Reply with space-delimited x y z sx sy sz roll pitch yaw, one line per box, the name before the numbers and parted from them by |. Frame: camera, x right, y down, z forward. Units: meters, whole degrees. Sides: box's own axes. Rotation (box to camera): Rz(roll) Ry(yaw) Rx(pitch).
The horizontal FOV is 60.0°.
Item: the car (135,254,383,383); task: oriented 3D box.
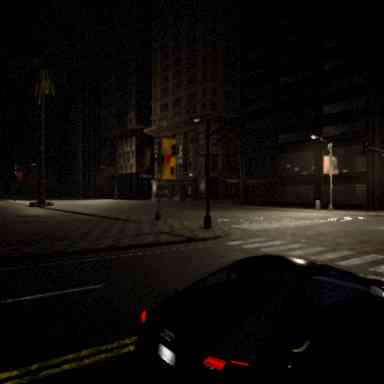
car | 1.387 1.565 4.429 4.181 1.385 1.994 0 0 -35
